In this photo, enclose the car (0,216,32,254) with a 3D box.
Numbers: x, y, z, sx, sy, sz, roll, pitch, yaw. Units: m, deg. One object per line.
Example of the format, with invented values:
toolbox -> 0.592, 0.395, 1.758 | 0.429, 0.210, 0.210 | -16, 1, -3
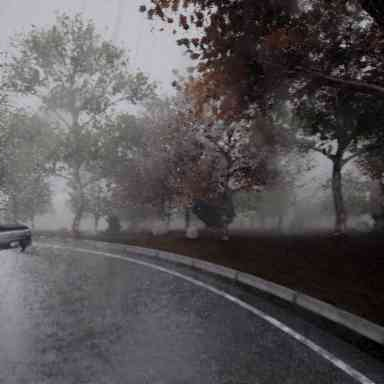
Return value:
car -> -8.383, 1.685, 13.038 | 4.902, 1.511, 2.128 | -1, 0, 31
